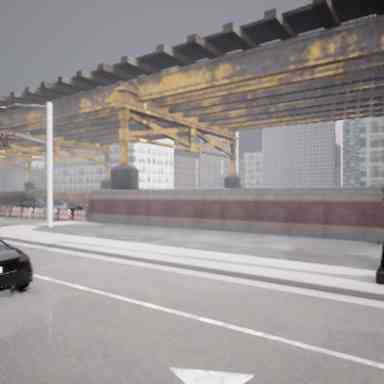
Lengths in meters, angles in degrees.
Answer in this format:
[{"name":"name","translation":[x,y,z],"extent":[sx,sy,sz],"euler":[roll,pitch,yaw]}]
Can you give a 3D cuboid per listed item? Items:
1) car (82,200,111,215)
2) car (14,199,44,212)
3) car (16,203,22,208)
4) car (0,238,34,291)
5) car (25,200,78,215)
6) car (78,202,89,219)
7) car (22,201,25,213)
[{"name":"car","translation":[-8.957,1.404,30.839],"extent":[1.853,1.218,4.536],"euler":[0,0,-26]},{"name":"car","translation":[-17.530,1.448,35.983],"extent":[1.853,1.218,4.536],"euler":[0,0,-11]},{"name":"car","translation":[-17.520,1.605,35.932],"extent":[2.038,1.542,4.974],"euler":[0,0,-11]},{"name":"car","translation":[-5.684,1.604,8.005],"extent":[4.181,1.385,1.994],"euler":[0,0,36]},{"name":"car","translation":[-13.710,1.427,33.267],"extent":[4.536,1.218,1.853],"euler":[0,0,-1]},{"name":"car","translation":[-8.933,1.561,30.792],"extent":[2.038,1.542,4.974],"euler":[0,0,-26]},{"name":"car","translation":[-13.762,1.585,33.265],"extent":[4.974,1.542,2.038],"euler":[0,0,-1]}]
